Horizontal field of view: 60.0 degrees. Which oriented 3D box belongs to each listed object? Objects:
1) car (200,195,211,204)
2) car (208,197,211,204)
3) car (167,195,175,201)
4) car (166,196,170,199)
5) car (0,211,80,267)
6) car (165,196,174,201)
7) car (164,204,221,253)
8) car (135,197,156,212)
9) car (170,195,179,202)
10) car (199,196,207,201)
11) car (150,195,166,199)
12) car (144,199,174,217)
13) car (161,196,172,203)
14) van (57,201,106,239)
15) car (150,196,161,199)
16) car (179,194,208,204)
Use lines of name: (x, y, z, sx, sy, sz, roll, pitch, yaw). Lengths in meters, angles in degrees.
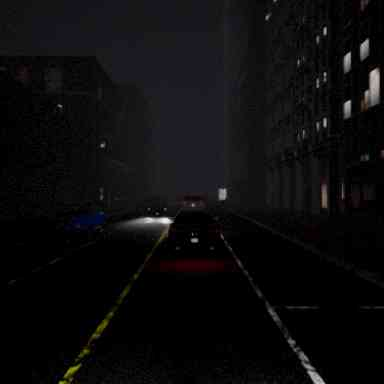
car: (2.702, 1.490, 67.985, 1.967, 1.590, 4.097, 0, 0, 0)
car: (2.701, 1.569, 62.508, 1.752, 1.417, 4.829, 0, 0, 0)
car: (-5.675, 1.605, 90.412, 1.752, 1.417, 4.829, 0, 0, 0)
car: (-5.679, 1.484, 62.339, 1.967, 1.590, 4.097, 0, 0, 0)
car: (-5.689, 1.571, 11.501, 1.947, 1.339, 4.313, 0, 0, 0)
car: (-5.676, 1.637, 84.932, 1.947, 1.339, 4.313, 0, 0, 0)
car: (0.095, 1.483, 13.739, 1.882, 1.535, 5.008, 0, 0, 0)
car: (-5.683, 1.602, 39.744, 1.802, 1.307, 4.206, 0, 0, 0)
car: (-2.988, 1.365, 72.365, 2.097, 1.767, 4.553, 0, 0, 0)
car: (2.705, 1.637, 84.931, 1.947, 1.339, 4.313, 0, 0, 0)
car: (-5.682, 1.347, 51.042, 2.192, 1.841, 5.009, 0, 0, 0)
car: (-3.093, 1.614, 31.832, 1.895, 1.301, 4.718, 0, 0, 0)
car: (-5.678, 1.607, 73.635, 2.008, 1.369, 4.403, 0, 0, 0)
van: (-5.687, 1.348, 17.151, 1.690, 1.788, 3.998, 0, 0, 0)
car: (-5.682, 1.608, 45.393, 1.802, 1.307, 4.206, 0, 0, 0)
car: (0.104, 1.235, 32.438, 2.150, 2.045, 5.566, 0, 0, 0)
